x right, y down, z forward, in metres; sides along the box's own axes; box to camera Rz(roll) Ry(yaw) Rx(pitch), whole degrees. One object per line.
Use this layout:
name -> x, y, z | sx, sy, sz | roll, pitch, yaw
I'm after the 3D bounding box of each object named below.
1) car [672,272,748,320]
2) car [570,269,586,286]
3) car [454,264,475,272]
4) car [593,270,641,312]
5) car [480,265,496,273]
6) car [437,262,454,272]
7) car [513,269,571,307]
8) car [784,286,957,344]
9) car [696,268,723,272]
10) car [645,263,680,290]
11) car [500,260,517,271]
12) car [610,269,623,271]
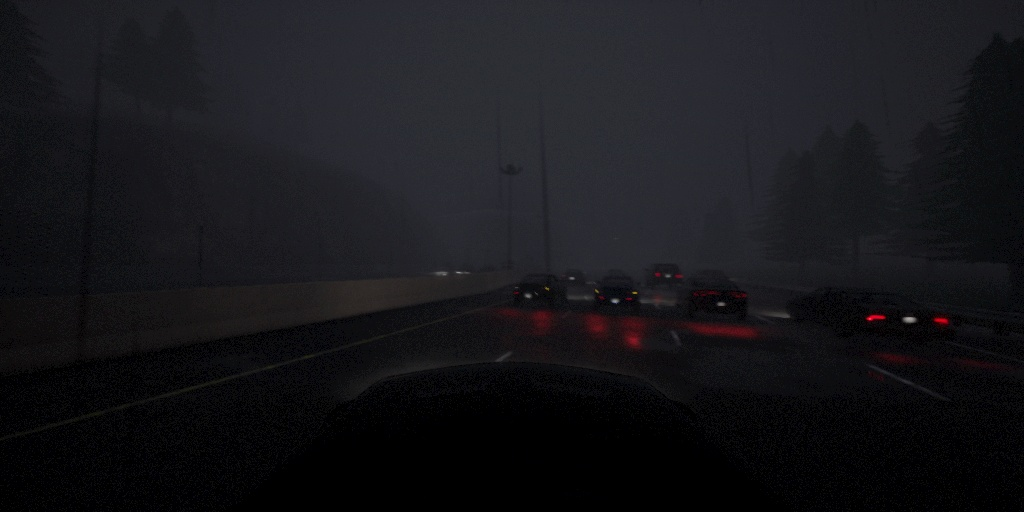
car -> 7.922, 1.570, 14.592 | 1.882, 1.535, 5.008 | 1, -2, 18
car -> 5.456, 1.843, 31.528 | 1.994, 1.385, 4.181 | 1, -1, 14
car -> -7.447, 1.947, 59.177 | 2.033, 1.411, 5.357 | 1, -1, 7
car -> 4.711, 1.572, 16.029 | 1.812, 1.442, 4.674 | 1, -1, 18
car -> -3.979, 2.066, 58.803 | 1.895, 1.301, 4.718 | 1, -1, 7
car -> -10.937, 1.824, 59.549 | 2.128, 1.511, 4.902 | 1, -1, 7
car -> 1.418, 1.521, 17.206 | 1.812, 1.442, 4.674 | 1, -1, 18
car -> 10.424, 1.642, 11.043 | 2.033, 1.411, 5.357 | 1, -1, 19
car -> 15.529, 1.794, 28.539 | 2.097, 1.767, 4.553 | 1, -1, 14
car -> 11.904, 1.590, 28.439 | 2.150, 2.045, 5.566 | 1, -1, 14
car -> -0.505, 1.751, 58.350 | 2.150, 2.045, 5.566 | 1, -1, 7
car -> 8.961, 1.869, 31.110 | 1.812, 1.442, 4.674 | 1, -1, 14
